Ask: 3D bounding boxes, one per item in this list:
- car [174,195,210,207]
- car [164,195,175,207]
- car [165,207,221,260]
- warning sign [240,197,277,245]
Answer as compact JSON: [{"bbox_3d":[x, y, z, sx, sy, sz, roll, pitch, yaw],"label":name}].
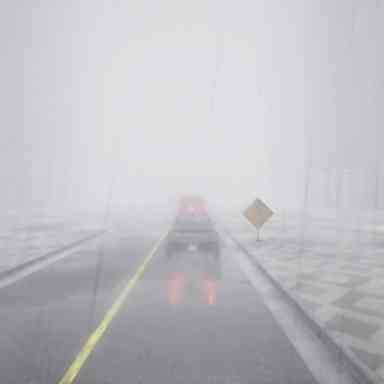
[{"bbox_3d":[0.033,1.318,26.445,2.150,2.045,5.566,0,0,1],"label":"car"},{"bbox_3d":[-3.064,1.449,56.985,2.150,2.045,5.566,0,0,1],"label":"car"},{"bbox_3d":[0.045,1.534,12.640,2.128,1.511,4.902,0,0,1],"label":"car"},{"bbox_3d":[2.710,1.161,13.674,1.300,1.860,1.060,0,-1,0],"label":"warning sign"}]
